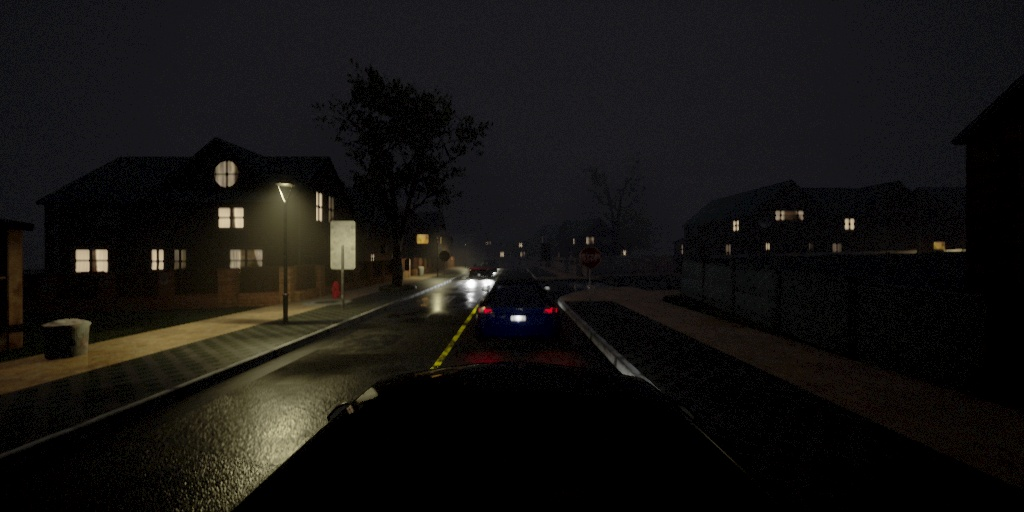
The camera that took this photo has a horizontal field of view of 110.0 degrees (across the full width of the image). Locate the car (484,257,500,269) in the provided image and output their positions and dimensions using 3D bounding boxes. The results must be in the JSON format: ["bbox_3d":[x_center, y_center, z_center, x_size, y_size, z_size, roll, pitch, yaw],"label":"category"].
[{"bbox_3d":[-3.138,0.977,55.223,2.097,1.767,4.553,0,0,-6],"label":"car"}]

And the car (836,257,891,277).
[{"bbox_3d":[19.110,0.763,21.130,5.357,1.411,2.033,-1,0,-2],"label":"car"}]

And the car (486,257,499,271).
[{"bbox_3d":[-2.778,1.187,44.175,2.033,1.411,5.357,0,0,0],"label":"car"}]

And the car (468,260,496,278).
[{"bbox_3d":[-2.777,1.273,32.359,1.895,1.301,4.718,0,0,0],"label":"car"}]

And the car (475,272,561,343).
[{"bbox_3d":[0.124,1.296,9.657,1.994,1.385,4.181,0,0,0],"label":"car"}]
